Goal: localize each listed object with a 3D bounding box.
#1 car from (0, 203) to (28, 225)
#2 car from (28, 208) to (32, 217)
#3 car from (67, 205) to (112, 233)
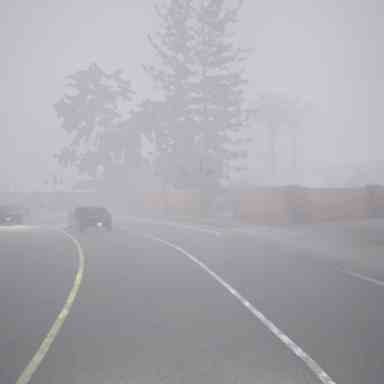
[{"bbox_3d":[-13.937,1.719,24.290,1.994,1.385,4.181,-1,0,-44],"label":"car"},{"bbox_3d":[-17.284,1.761,31.980,4.181,1.385,1.994,-1,0,36],"label":"car"},{"bbox_3d":[-6.344,1.557,20.428,1.837,1.490,4.892,0,-1,-31],"label":"car"}]
